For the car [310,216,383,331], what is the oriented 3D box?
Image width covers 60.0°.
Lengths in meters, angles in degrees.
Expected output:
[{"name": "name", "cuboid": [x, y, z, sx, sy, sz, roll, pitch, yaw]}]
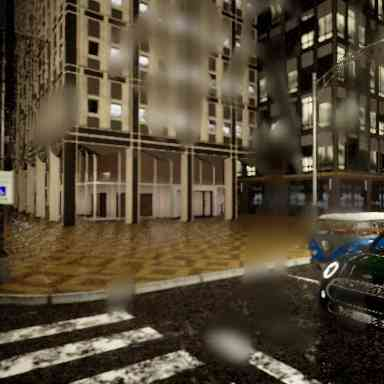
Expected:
[{"name": "car", "cuboid": [4.641, 1.490, 6.724, 4.553, 1.767, 2.097, 1, -1, -34]}]

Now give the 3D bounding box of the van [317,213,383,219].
[{"name": "van", "cuboid": [5.385, 1.552, 10.393, 3.998, 1.788, 1.690, 1, -1, -35]}]
